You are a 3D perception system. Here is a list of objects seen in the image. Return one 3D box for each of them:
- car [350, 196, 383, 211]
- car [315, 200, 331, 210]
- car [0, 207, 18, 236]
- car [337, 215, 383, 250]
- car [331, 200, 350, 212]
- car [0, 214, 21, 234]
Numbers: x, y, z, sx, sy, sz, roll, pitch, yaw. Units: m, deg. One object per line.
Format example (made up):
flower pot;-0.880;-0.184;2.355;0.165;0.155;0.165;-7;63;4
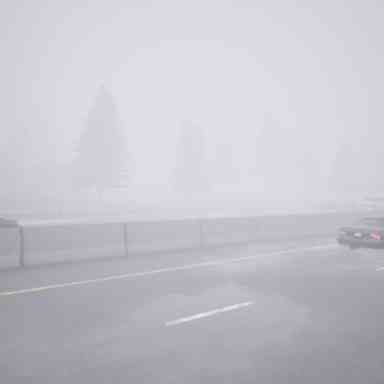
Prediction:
car;22.657;1.584;41.553;5.566;2.045;2.150;1;0;-35
car;19.853;1.869;48.117;4.902;1.511;2.128;1;0;-35
car;-11.539;1.569;17.259;4.181;1.385;1.994;1;0;-35
car;8.263;1.673;13.915;5.357;1.411;2.033;1;0;-35
car;21.233;1.895;44.813;4.674;1.442;1.812;1;0;-35
car;-9.885;1.527;14.139;4.674;1.442;1.812;1;0;-35
